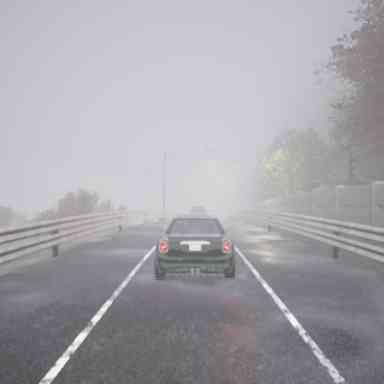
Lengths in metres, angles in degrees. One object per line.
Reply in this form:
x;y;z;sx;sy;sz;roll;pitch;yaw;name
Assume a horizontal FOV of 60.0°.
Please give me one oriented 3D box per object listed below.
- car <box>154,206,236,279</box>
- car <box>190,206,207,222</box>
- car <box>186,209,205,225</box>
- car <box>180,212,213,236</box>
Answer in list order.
0.094;1.428;10.364;2.097;1.767;4.553;0;-1;0;car
0.992;2.989;45.824;2.150;2.045;5.566;0;-4;4;car
0.434;2.505;34.331;1.837;1.490;4.892;0;-3;2;car
0.292;1.978;21.628;1.895;1.301;4.718;0;-2;1;car
